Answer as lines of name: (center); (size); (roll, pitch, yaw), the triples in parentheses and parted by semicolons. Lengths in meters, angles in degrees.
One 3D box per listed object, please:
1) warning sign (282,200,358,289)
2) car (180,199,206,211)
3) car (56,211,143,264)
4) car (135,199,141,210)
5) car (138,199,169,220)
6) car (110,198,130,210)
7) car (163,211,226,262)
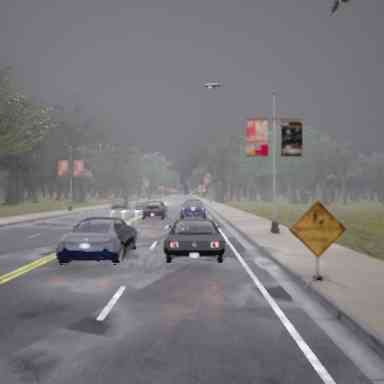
warning sign: (2.846, 1.117, 7.556); (1.300, 1.860, 1.060); (0, 0, 0)
car: (0.095, 1.399, 28.576); (2.097, 1.767, 4.553); (0, 0, 0)
car: (-3.167, 1.568, 11.869); (1.994, 1.385, 4.181); (0, 0, 0)
car: (-6.566, 1.662, 45.330); (1.812, 1.442, 4.674); (0, 0, 0)
car: (-3.153, 1.553, 28.959); (1.837, 1.490, 4.892); (0, 0, 0)
car: (-9.815, 1.643, 45.580); (1.837, 1.490, 4.892); (0, -1, 0)
car: (0.085, 1.605, 12.134); (1.895, 1.301, 4.718); (0, 0, 0)
